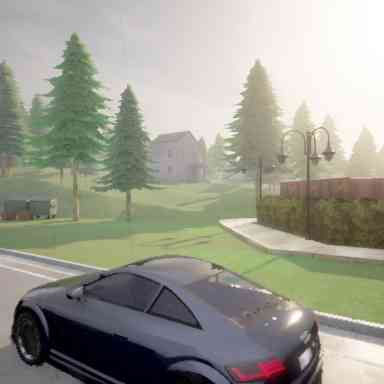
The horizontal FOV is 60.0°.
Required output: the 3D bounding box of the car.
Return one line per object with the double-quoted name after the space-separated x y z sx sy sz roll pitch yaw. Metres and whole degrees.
-0.532 1.563 4.366 4.181 1.385 1.994 0 0 36 "car"
